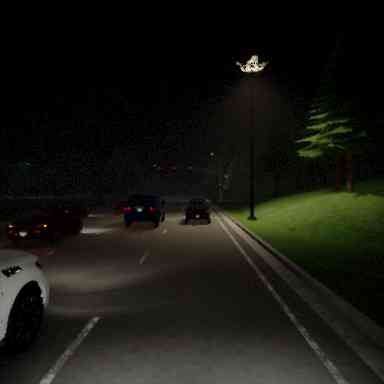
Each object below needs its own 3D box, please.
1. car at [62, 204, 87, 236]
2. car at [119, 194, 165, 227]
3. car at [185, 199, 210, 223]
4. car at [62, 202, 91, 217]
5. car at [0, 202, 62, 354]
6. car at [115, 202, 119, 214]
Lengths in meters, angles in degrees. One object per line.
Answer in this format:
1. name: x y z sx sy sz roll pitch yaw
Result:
1. car: -6.709 1.494 15.587 1.812 1.442 4.674 0 0 1
2. car: -3.111 1.178 22.645 2.150 2.045 5.566 0 0 1
3. car: 0.424 1.480 25.157 1.812 1.442 4.674 0 0 1
4. car: -10.031 1.493 27.374 2.033 1.411 5.357 0 0 1
5. car: -3.370 1.214 2.952 2.150 2.045 5.566 0 0 0
6. car: -6.436 1.413 33.836 1.882 1.535 5.008 0 0 1
